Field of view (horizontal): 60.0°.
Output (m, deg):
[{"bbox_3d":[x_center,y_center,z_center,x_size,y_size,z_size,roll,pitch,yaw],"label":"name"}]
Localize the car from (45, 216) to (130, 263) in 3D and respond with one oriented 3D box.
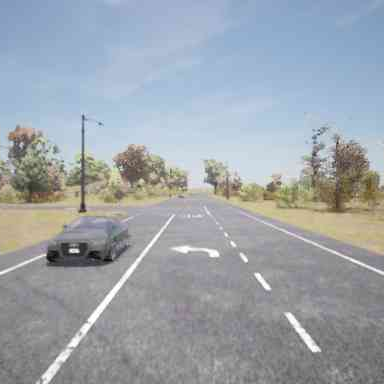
[{"bbox_3d":[-3.497,1.551,11.850,1.994,1.385,4.181,0,0,0],"label":"car"}]
